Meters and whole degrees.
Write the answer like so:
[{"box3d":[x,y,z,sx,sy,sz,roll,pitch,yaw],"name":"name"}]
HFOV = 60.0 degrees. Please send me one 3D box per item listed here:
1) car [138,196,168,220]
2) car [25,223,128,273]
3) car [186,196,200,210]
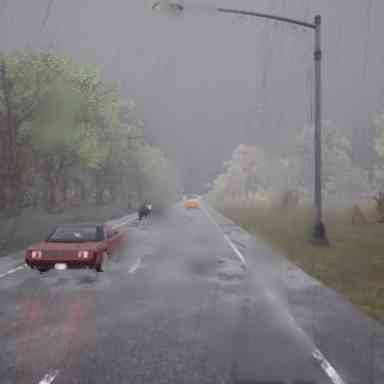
[{"box3d":[-3.379,1.388,29.637,2.150,2.045,5.566,0,0,0],"name":"car"},{"box3d":[-3.395,1.662,10.846,1.895,1.301,4.718,0,0,0],"name":"car"},{"box3d":[0.123,1.756,49.135,1.882,1.535,5.008,0,0,0],"name":"car"}]
